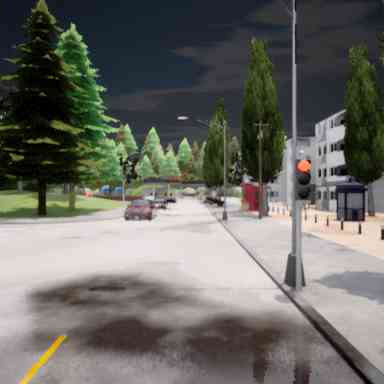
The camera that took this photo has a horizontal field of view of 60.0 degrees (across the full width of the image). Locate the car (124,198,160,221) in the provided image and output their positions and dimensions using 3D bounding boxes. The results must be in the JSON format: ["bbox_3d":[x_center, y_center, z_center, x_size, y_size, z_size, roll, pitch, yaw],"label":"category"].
[{"bbox_3d":[-4.120,1.339,27.075,2.097,1.767,4.553,0,0,0],"label":"car"}]

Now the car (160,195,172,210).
[{"bbox_3d":[-4.125,1.471,42.298,2.128,1.511,4.902,0,0,0],"label":"car"}]

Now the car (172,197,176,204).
[{"bbox_3d":[-4.053,1.570,64.237,1.895,1.301,4.718,0,0,1],"label":"car"}]
